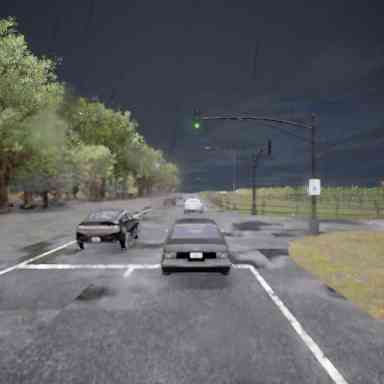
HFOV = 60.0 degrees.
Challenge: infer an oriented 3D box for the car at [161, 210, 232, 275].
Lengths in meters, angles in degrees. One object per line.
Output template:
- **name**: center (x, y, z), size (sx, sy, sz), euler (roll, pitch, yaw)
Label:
- **car**: center (0.098, 1.525, 10.282), size (2.033, 1.411, 5.357), euler (0, 0, 0)

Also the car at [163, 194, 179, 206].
- **car**: center (-3.397, 1.383, 51.921), size (1.837, 1.490, 4.892), euler (0, 0, 0)

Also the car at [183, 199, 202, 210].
- **car**: center (0.103, 1.442, 36.442), size (1.812, 1.442, 4.674), euler (0, 0, 0)

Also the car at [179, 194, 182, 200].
- **car**: center (-3.494, 1.327, 86.934), size (2.033, 1.411, 5.357), euler (0, 0, 0)

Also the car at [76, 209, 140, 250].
- **car**: center (-3.400, 1.461, 14.229), size (2.128, 1.511, 4.902), euler (0, 0, 0)
